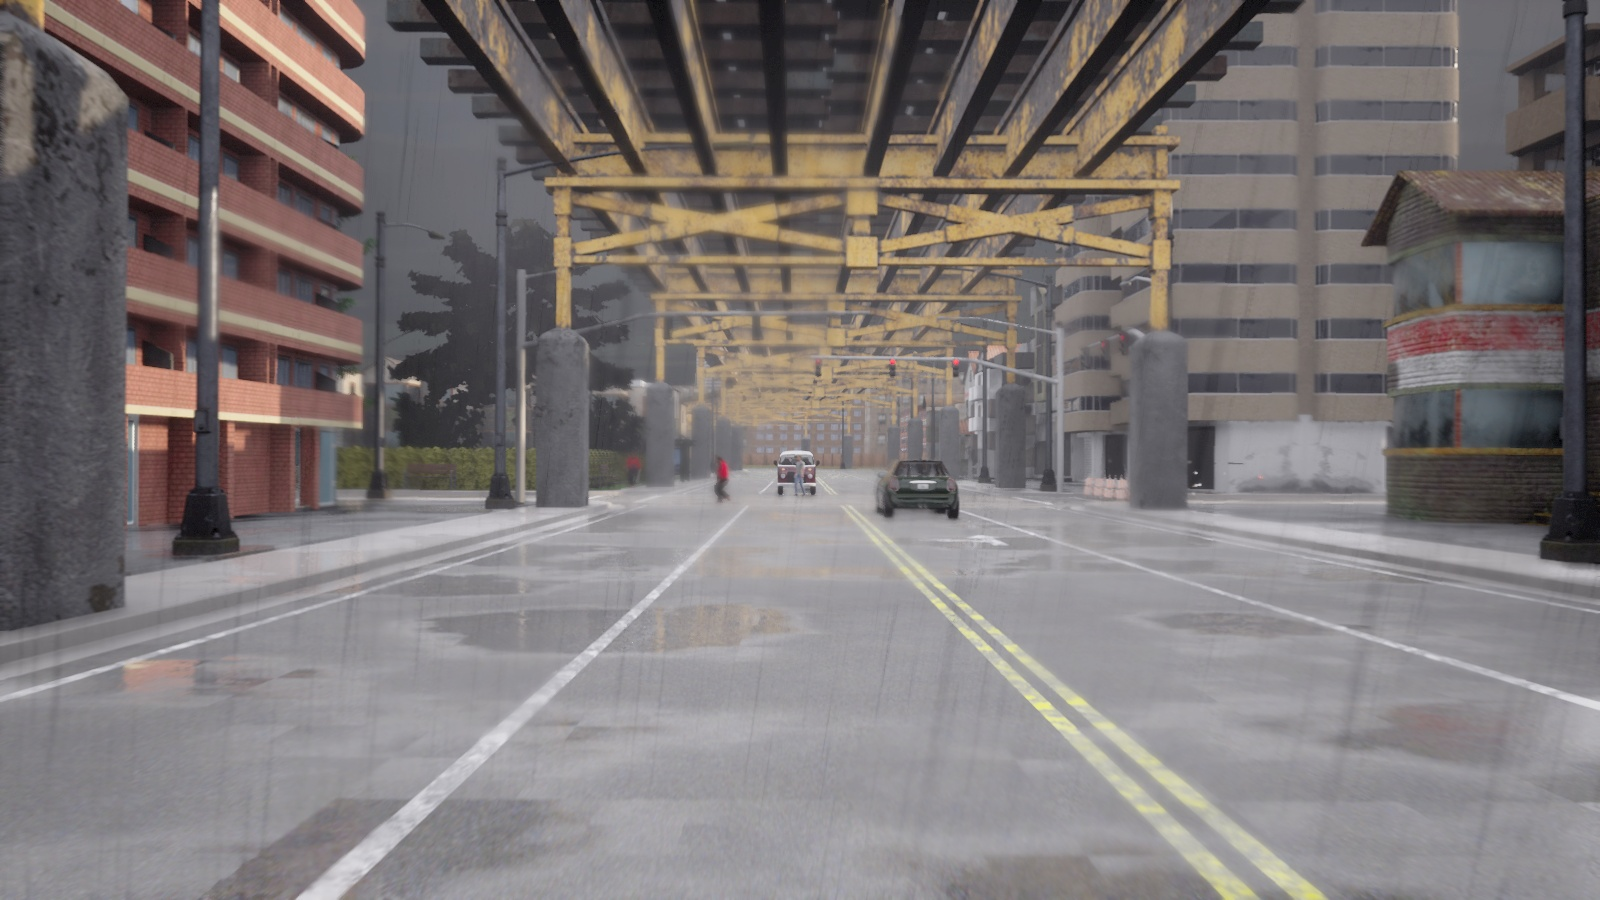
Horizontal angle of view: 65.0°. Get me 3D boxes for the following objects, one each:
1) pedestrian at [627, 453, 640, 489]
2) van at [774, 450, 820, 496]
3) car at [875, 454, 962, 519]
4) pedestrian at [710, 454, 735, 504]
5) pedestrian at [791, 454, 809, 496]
[{"bbox_3d":[-8.475,1.054,63.864,0.634,1.844,0.899,0,0,-8],"label":"pedestrian"},{"bbox_3d":[-0.152,1.046,58.804,2.069,2.038,4.480,0,0,0],"label":"van"},{"bbox_3d":[3.405,1.021,36.964,2.097,1.767,4.553,0,0,0],"label":"car"},{"bbox_3d":[-2.870,1.055,46.540,0.899,1.844,0.634,0,0,0],"label":"pedestrian"},{"bbox_3d":[0.016,1.096,55.189,0.706,1.836,0.354,0,0,-33],"label":"pedestrian"}]
